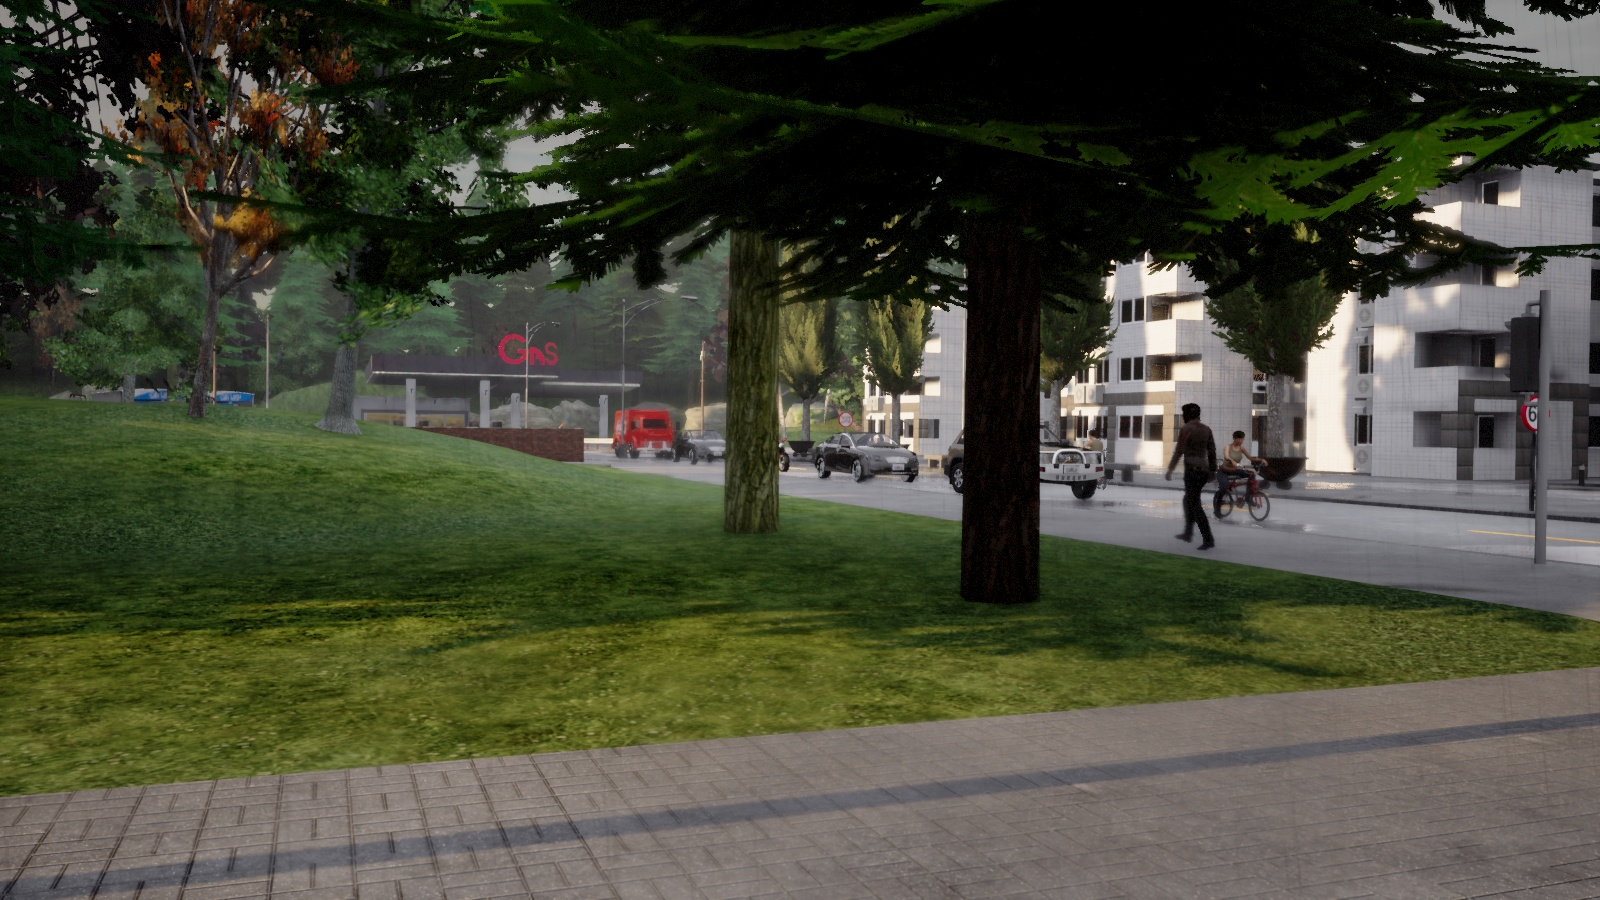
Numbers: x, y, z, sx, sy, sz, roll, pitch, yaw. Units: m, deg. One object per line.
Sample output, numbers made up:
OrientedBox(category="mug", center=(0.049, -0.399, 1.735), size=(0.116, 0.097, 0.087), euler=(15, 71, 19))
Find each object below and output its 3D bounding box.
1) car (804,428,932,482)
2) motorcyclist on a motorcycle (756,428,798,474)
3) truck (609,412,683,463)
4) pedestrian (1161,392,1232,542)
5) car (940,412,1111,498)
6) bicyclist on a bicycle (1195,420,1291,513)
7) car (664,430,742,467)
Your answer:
OrientedBox(category="car", center=(1.986, 0.106, 38.546), size=(2.128, 1.511, 4.902), euler=(-1, 1, -21))
OrientedBox(category="motorcyclist on a motorcycle", center=(-0.862, 0.008, 46.063), size=(0.766, 1.649, 2.350), euler=(-1, 1, -21))
OrientedBox(category="truck", center=(-8.029, -0.660, 65.033), size=(2.627, 2.467, 5.204), euler=(-1, 1, -20))
OrientedBox(category="pedestrian", center=(4.903, 0.201, 15.563), size=(0.328, 1.805, 0.869), euler=(-1, 1, -26))
OrientedBox(category="car", center=(5.250, 0.071, 29.922), size=(1.932, 1.855, 4.605), euler=(-1, 1, -21))
OrientedBox(category="bicyclist on a bicycle", center=(8.000, 0.278, 22.736), size=(0.866, 1.612, 1.509), euler=(-1, 1, -20))
OrientedBox(category="car", center=(-4.336, -0.097, 55.233), size=(2.128, 1.511, 4.902), euler=(-1, 1, -21))
